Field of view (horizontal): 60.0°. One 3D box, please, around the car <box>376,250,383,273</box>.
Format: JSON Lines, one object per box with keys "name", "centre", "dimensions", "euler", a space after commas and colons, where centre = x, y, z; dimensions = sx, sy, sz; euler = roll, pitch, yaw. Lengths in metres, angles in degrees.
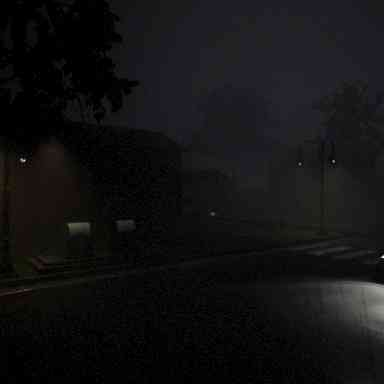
{"name": "car", "centre": [7.267, 1.547, 9.216], "dimensions": [5.357, 1.411, 2.033], "euler": [0, 0, -36]}
